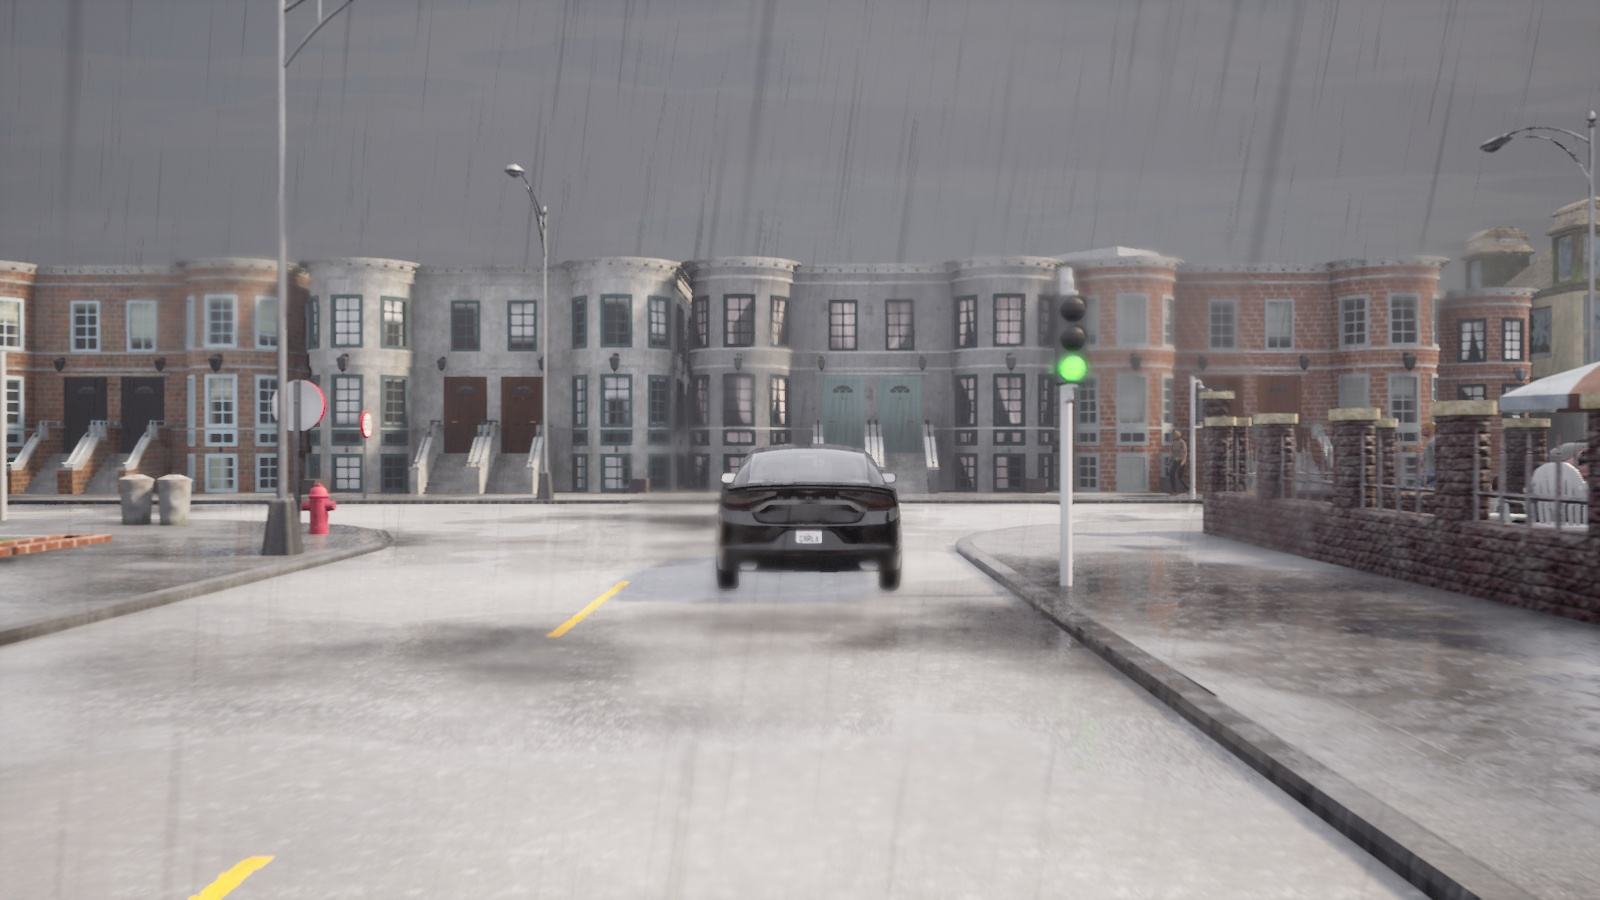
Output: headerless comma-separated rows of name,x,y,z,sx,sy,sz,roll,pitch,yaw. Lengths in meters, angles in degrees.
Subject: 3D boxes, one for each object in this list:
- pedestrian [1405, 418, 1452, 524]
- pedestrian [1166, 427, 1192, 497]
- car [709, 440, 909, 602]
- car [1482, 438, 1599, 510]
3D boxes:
pedestrian,11.040,0.368,22.068,0.706,1.836,0.354,0,0,31
pedestrian,10.081,0.317,33.408,0.634,1.846,0.331,0,0,-29
car,0.098,0.661,14.380,1.882,1.535,5.008,0,0,0
car,18.383,0.530,29.241,3.988,1.617,1.851,0,0,1
